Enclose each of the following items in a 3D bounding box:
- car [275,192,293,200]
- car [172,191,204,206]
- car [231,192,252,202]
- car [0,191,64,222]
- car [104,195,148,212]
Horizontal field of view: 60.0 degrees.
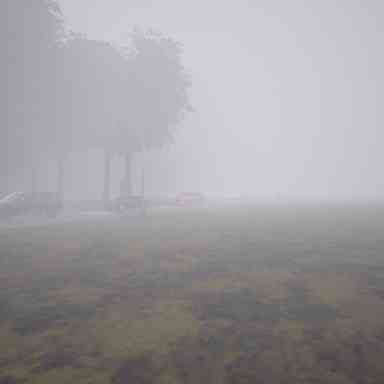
[{"bbox_3d":[16.571,0.691,59.638,1.895,1.301,4.718,1,1,36],"label":"car"},{"bbox_3d":[-0.411,0.731,41.054,2.097,1.767,4.553,1,1,36],"label":"car"},{"bbox_3d":[7.900,0.708,52.474,1.812,1.442,4.674,1,1,36],"label":"car"},{"bbox_3d":[-12.276,0.946,24.540,2.150,2.045,5.566,1,2,34],"label":"car"},{"bbox_3d":[-6.426,1.050,32.710,1.837,1.490,4.892,1,2,36],"label":"car"}]
